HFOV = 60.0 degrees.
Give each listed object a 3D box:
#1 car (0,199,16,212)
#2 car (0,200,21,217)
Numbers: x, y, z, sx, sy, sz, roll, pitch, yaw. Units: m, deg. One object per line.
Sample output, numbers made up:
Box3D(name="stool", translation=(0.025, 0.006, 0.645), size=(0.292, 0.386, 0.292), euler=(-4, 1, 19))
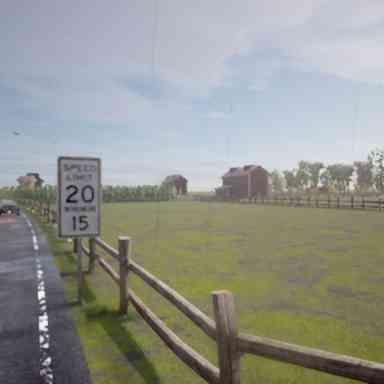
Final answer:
Box3D(name="car", translation=(-24.179, 1.764, 43.393), size=(1.837, 1.490, 4.892), euler=(0, 0, -31))
Box3D(name="car", translation=(-19.035, 1.715, 34.616), size=(1.837, 1.490, 4.892), euler=(0, 0, -29))
